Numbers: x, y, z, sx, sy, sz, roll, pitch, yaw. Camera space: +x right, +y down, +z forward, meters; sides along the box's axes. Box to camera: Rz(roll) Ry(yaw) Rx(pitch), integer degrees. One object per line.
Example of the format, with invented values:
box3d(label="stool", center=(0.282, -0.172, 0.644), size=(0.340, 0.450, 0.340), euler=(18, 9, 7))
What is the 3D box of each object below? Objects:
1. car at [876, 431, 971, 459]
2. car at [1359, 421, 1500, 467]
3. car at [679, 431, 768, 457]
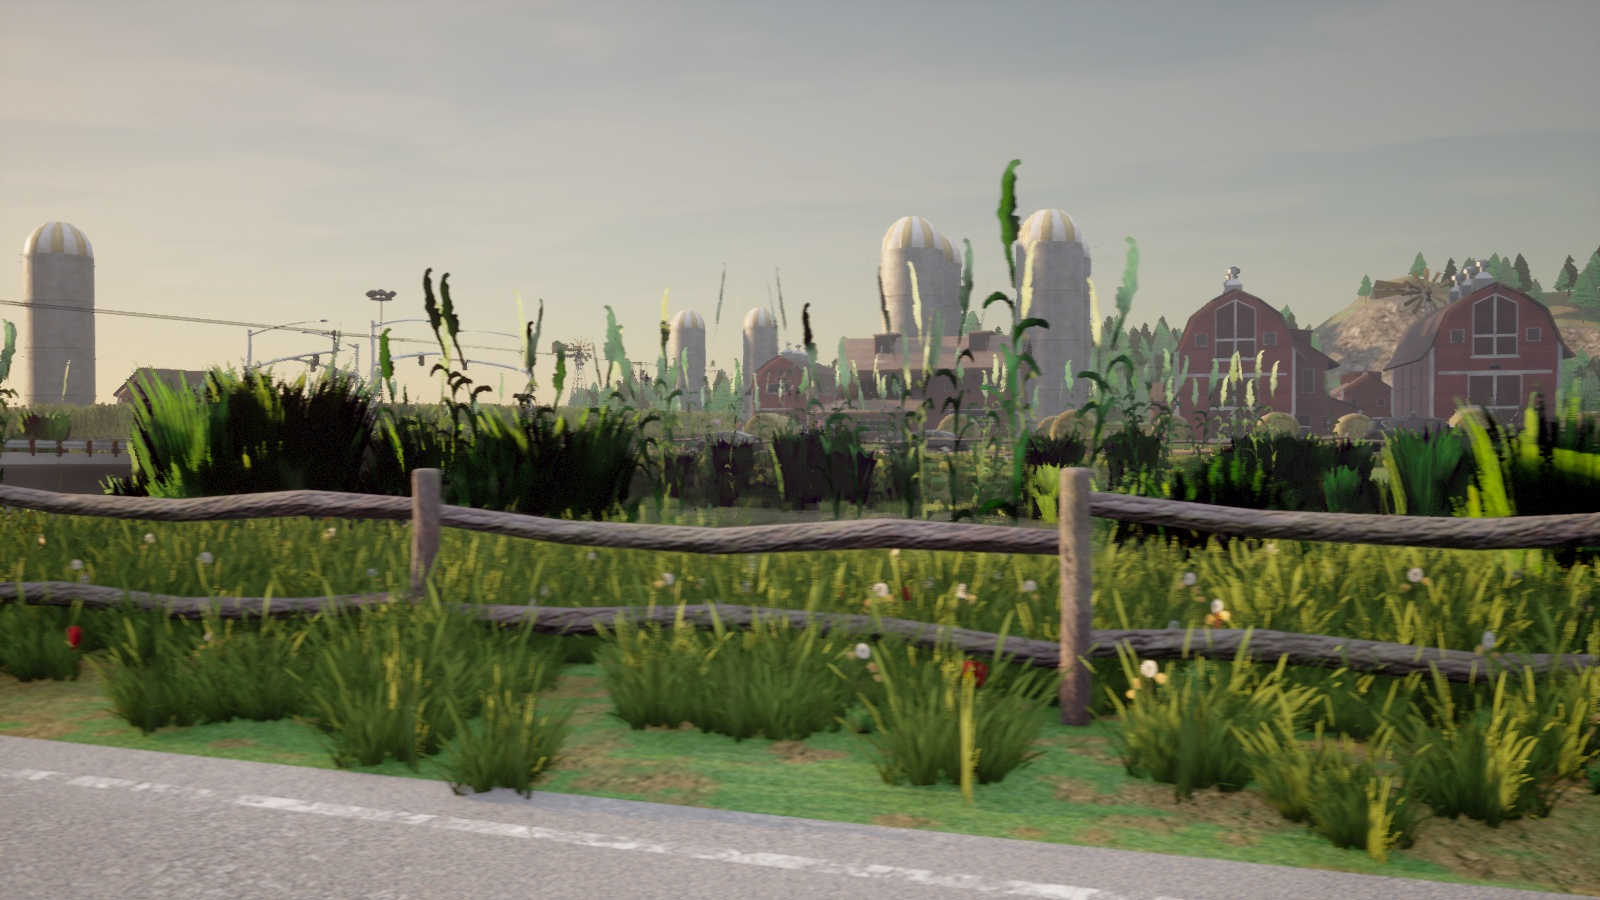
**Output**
box3d(label="car", center=(6.860, -0.282, 69.699), size=(4.892, 1.490, 1.837), euler=(1, 1, 20))
box3d(label="car", center=(28.874, -0.295, 57.794), size=(5.566, 2.045, 2.150), euler=(1, 1, 20))
box3d(label="car", center=(-4.527, -0.392, 73.924), size=(4.892, 1.490, 1.837), euler=(1, 1, 20))
